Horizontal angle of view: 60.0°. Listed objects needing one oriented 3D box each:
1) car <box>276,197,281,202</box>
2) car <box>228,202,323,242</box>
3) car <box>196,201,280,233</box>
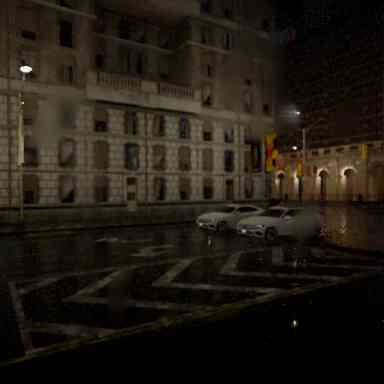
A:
[{"bbox_3d":[12.901,1.193,55.630,1.994,1.385,4.181,-1,0,-31],"label":"car"},{"bbox_3d":[4.283,1.416,15.879,4.674,1.442,1.812,-1,0,-31],"label":"car"},{"bbox_3d":[2.459,1.416,18.866,4.674,1.442,1.812,-1,0,-31],"label":"car"}]
